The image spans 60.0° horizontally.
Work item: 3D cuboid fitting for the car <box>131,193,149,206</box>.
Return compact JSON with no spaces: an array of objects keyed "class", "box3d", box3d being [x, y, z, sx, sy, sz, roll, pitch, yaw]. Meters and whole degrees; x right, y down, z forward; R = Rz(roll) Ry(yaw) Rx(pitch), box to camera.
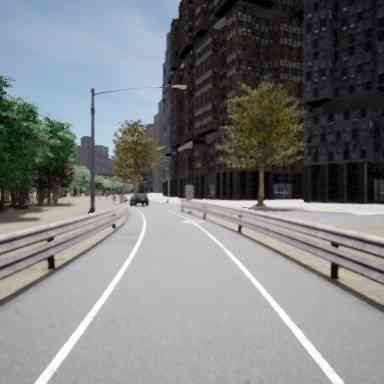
[{"class":"car","box3d":[-8.352,1.190,52.990,2.150,2.045,5.566,0,0,-20]}]
